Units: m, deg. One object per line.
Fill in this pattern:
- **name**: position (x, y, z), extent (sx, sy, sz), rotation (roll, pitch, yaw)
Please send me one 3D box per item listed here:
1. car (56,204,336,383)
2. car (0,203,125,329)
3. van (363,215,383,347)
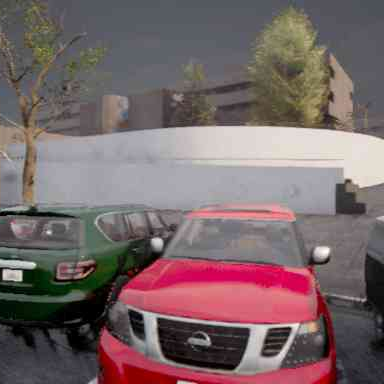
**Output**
- **car**: position (0.761, 1.246, 5.232), extent (2.435, 2.045, 5.566), rotation (1, -1, 15)
- **car**: position (-1.688, 1.253, 7.029), extent (2.435, 2.045, 5.566), rotation (0, -1, 15)
- **van**: position (3.185, 1.265, 3.399), extent (1.878, 1.987, 4.442), rotation (1, -1, 15)
